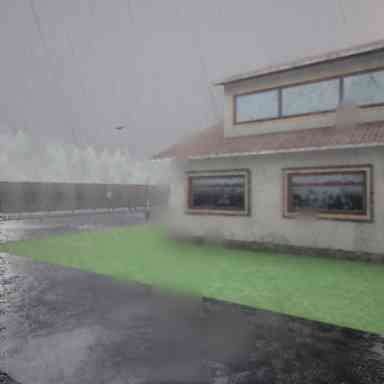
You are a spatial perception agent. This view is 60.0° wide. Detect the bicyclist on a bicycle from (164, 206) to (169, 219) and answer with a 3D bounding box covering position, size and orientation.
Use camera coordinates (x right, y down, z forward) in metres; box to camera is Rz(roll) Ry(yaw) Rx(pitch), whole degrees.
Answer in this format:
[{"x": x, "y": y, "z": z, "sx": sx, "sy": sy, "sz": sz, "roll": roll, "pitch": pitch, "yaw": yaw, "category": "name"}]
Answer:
[{"x": -1.575, "y": 1.343, "z": 26.492, "sx": 1.656, "sy": 1.620, "sz": 0.582, "roll": 0, "pitch": 0, "yaw": 35, "category": "bicyclist on a bicycle"}]
